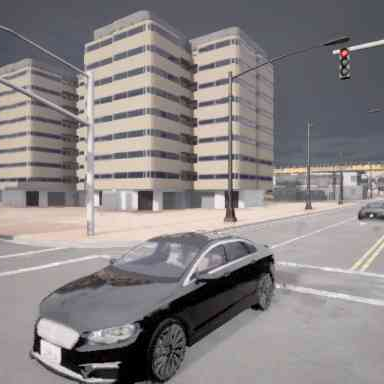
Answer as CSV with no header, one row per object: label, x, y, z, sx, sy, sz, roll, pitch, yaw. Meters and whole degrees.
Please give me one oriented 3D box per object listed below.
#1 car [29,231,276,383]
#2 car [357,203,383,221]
car,-0.146,1.496,5.670,2.128,1.511,4.902,0,0,35
car,14.430,1.567,26.264,1.994,1.385,4.181,0,0,35
